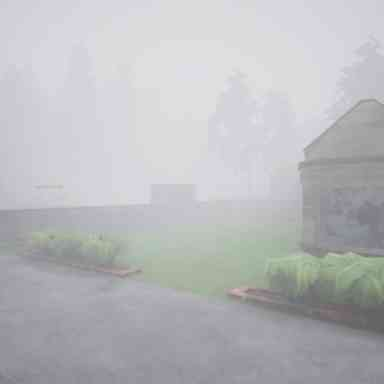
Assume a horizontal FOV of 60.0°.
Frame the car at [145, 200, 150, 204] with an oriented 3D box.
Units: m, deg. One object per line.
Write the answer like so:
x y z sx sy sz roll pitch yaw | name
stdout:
-5.521 1.591 54.578 2.033 1.411 5.357 0 0 36 | car
